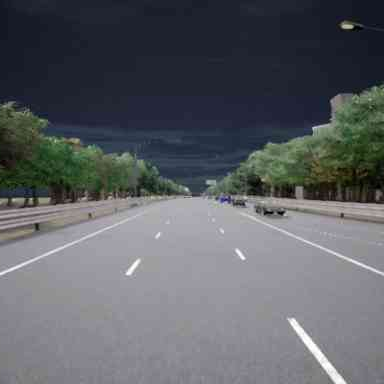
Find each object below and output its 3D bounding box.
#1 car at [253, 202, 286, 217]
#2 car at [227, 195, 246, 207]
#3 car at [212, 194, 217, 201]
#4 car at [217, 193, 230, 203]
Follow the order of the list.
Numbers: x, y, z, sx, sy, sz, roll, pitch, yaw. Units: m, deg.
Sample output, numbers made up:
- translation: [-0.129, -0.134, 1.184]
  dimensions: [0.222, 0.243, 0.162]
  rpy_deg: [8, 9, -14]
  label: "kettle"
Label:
- translation: [7.286, 1.626, 31.842]
  dimensions: [1.895, 1.301, 4.718]
  rpy_deg: [0, 0, -4]
  label: "car"
- translation: [6.993, 1.532, 50.842]
  dimensions: [1.837, 1.490, 4.892]
  rpy_deg: [0, 0, 0]
  label: "car"
- translation: [7.094, 1.424, 87.170]
  dimensions: [2.150, 2.045, 5.566]
  rpy_deg: [0, -1, 0]
  label: "car"
- translation: [7.028, 1.305, 70.155]
  dimensions: [2.150, 2.045, 5.566]
  rpy_deg: [0, 0, 0]
  label: "car"
